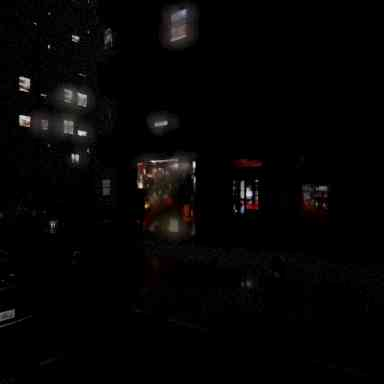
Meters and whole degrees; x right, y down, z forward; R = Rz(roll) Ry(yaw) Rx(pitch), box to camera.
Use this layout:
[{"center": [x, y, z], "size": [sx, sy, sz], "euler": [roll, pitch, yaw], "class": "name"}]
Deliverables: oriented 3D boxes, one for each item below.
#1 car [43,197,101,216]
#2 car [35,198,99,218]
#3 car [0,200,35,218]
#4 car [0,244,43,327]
[{"center": [-10.904, 1.250, 30.513], "size": [1.752, 1.417, 4.829], "euler": [1, 1, 35], "class": "car"}, {"center": [-9.906, 1.258, 27.441], "size": [1.837, 1.490, 4.892], "euler": [0, 0, 35], "class": "car"}, {"center": [-13.999, 1.350, 26.092], "size": [2.008, 1.369, 4.403], "euler": [1, 1, 35], "class": "car"}, {"center": [-4.463, 1.551, 6.069], "size": [4.403, 1.369, 2.008], "euler": [0, 0, 36], "class": "car"}]
